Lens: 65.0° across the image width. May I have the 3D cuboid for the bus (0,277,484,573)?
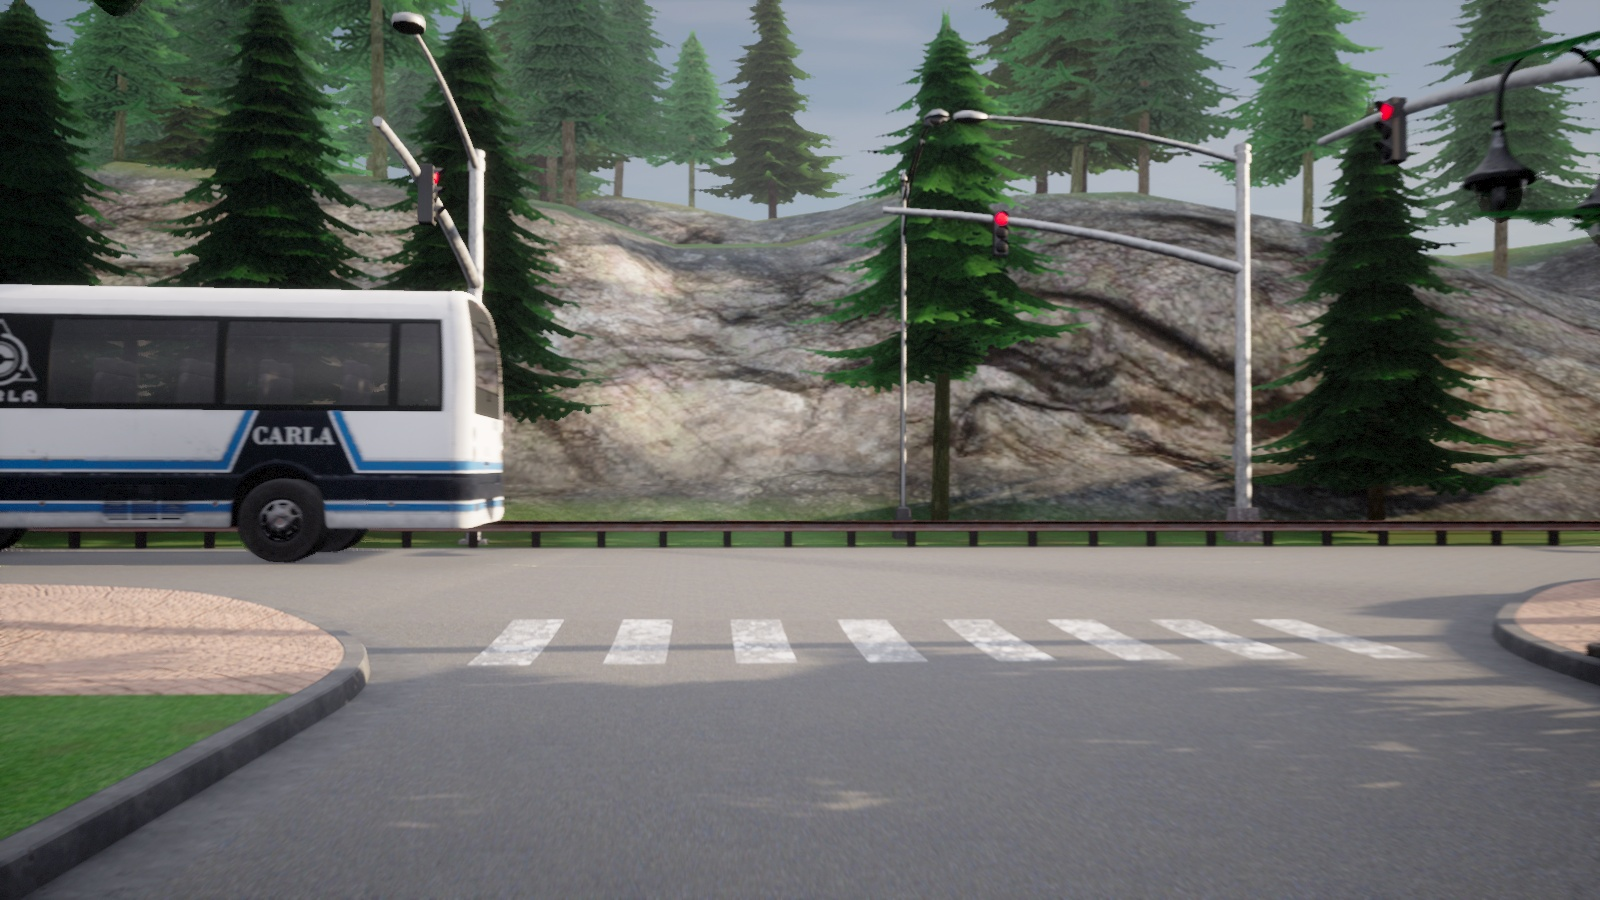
[{"bbox_3d":[-10.590,-0.331,20.049,10.273,4.253,3.944,0,-1,-5],"label":"bus"}]
